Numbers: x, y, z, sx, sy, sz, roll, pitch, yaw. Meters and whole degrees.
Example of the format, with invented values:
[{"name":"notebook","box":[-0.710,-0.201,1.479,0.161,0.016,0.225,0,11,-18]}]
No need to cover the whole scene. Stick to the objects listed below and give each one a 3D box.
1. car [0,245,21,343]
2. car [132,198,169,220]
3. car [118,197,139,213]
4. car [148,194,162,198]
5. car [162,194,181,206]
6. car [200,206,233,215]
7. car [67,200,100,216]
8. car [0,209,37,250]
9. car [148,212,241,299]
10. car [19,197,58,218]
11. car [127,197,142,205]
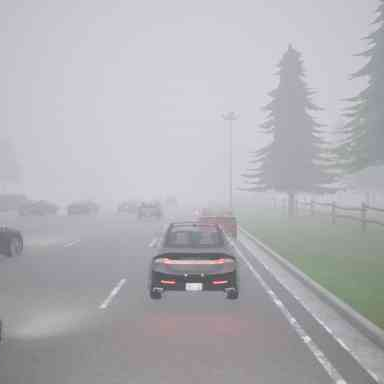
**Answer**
[{"name":"car","box":[-3.412,1.526,2.468,1.812,1.442,4.674,0,0,0]},{"name":"car","box":[-3.380,1.491,28.124,2.128,1.511,4.902,0,0,0]},{"name":"car","box":[-6.874,1.563,36.836,1.994,1.385,4.181,0,0,0]},{"name":"car","box":[-6.852,1.547,66.366,2.033,1.411,5.357,0,0,0]},{"name":"car","box":[-3.360,1.351,55.133,2.097,1.767,4.553,0,0,0]},{"name":"car","box":[1.238,1.478,17.749,1.882,1.535,5.008,0,0,0]},{"name":"car","box":[-10.377,1.477,32.155,1.882,1.535,5.008,0,0,0]},{"name":"car","box":[-6.892,1.491,9.844,2.128,1.511,4.902,0,0,0]},{"name":"car","box":[0.058,1.491,8.408,2.128,1.511,4.902,0,0,0]},{"name":"car","box":[-13.878,1.491,30.320,2.128,1.511,4.902,0,0,0]},{"name":"car","box":[-10.356,1.564,60.448,1.994,1.385,4.181,0,0,0]}]
